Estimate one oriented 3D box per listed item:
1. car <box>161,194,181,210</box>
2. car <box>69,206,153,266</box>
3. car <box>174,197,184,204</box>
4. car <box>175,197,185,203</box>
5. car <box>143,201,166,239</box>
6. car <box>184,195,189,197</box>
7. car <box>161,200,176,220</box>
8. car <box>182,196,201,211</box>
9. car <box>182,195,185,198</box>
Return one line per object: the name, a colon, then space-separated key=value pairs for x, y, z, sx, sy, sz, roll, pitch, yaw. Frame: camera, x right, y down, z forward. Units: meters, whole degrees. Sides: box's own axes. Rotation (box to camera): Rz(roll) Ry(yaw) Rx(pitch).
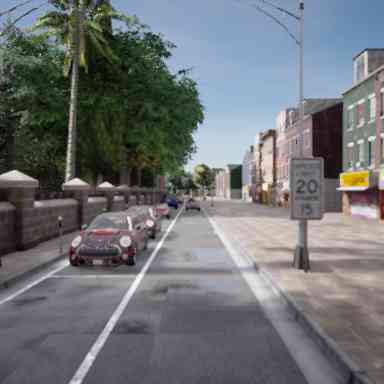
car: x=-2.989 y=1.296 z=44.969 sx=2.150 sy=2.045 sz=5.566 roll=0 pitch=0 yaw=0
car: x=-2.643 y=1.443 z=11.333 sx=1.967 sy=1.590 sz=4.097 roll=0 pitch=0 yaw=0
car: x=-2.657 y=1.709 z=68.219 sx=2.008 sy=1.369 sz=4.403 roll=0 pitch=0 yaw=0
car: x=-2.658 y=1.751 z=73.908 sx=1.947 sy=1.339 sz=4.313 roll=-1 pitch=0 yaw=0
car: x=-2.644 y=1.448 z=17.021 sx=1.967 sy=1.590 sz=4.097 roll=0 pitch=0 yaw=0
car: x=0.092 y=1.565 z=50.470 sx=1.882 sy=1.535 sz=5.008 roll=0 pitch=0 yaw=0
car: x=-2.647 y=1.607 z=28.399 sx=1.802 sy=1.307 sz=4.206 roll=0 pitch=0 yaw=0
car: x=0.090 y=1.603 z=40.589 sx=2.033 sy=1.411 sz=5.357 roll=0 pitch=0 yaw=-1
car: x=-2.655 y=1.678 z=62.530 sx=1.887 sy=1.381 sz=4.507 roll=0 pitch=0 yaw=0
